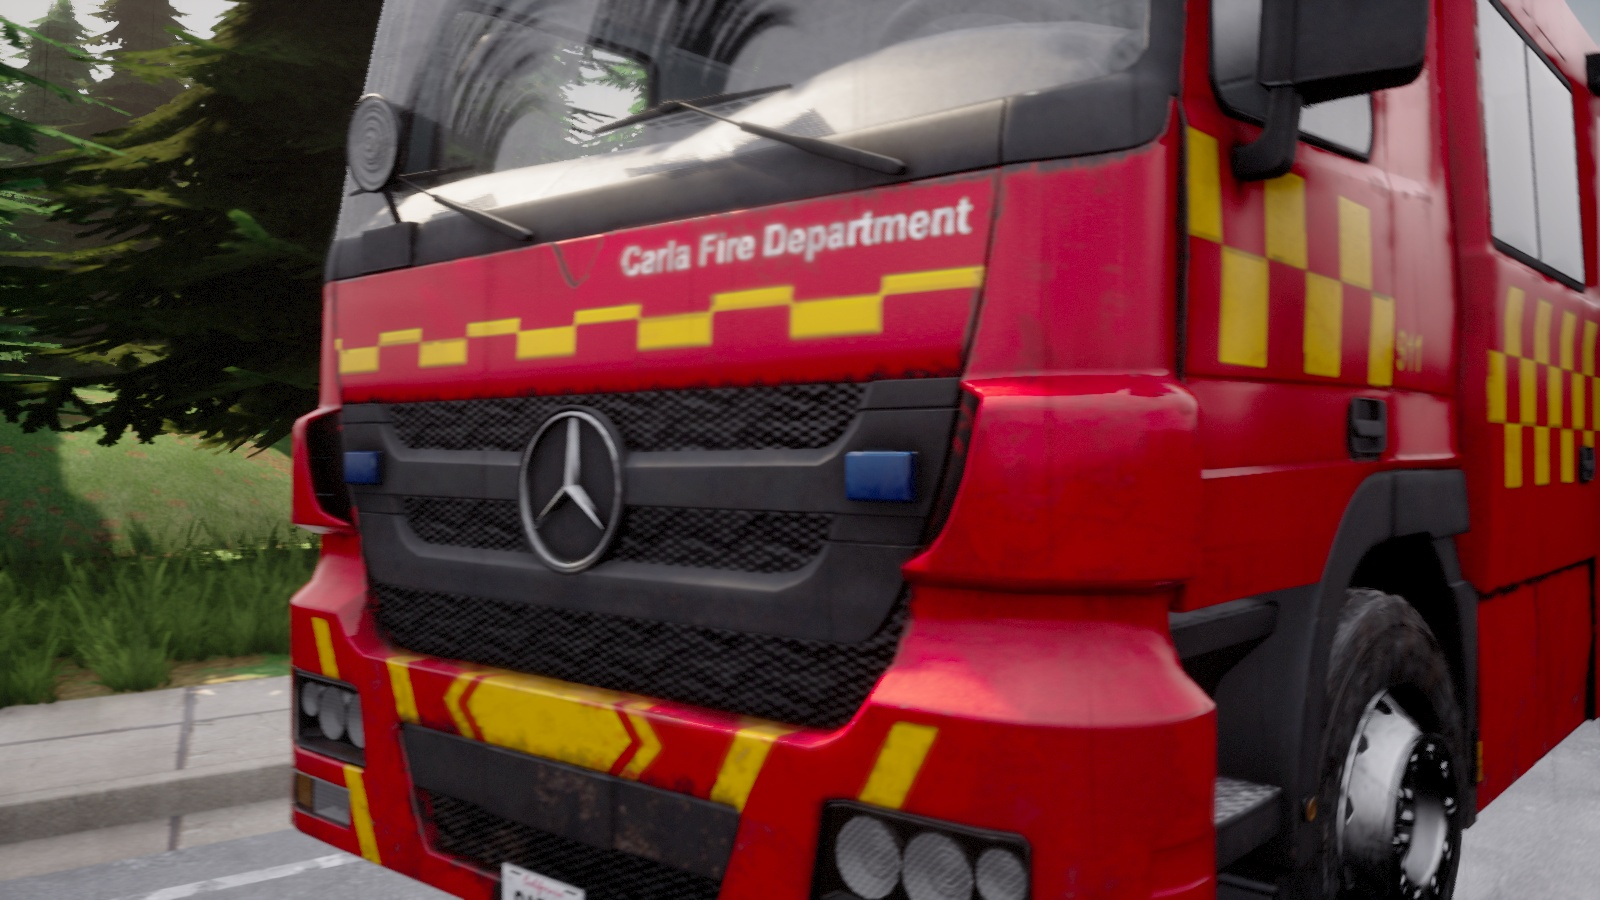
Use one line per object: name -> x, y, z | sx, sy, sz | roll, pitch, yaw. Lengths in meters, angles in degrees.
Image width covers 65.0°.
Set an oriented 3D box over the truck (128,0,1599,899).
truck -> 1.966, -0.404, 5.803 | 2.891, 3.827, 8.468 | 0, 0, 41
